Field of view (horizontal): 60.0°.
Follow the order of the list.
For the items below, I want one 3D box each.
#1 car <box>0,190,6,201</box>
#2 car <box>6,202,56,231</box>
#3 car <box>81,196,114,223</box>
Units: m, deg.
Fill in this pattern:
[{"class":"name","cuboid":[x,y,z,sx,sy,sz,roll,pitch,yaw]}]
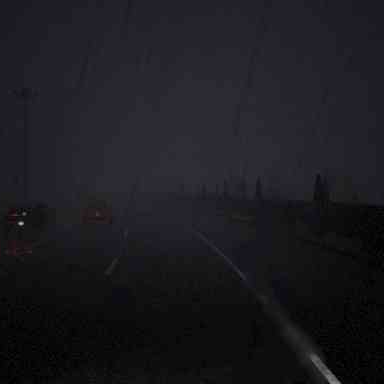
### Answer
[{"class":"car","cuboid":[-37.241,0.665,64.179,2.150,2.045,5.566,0,1,-30]},{"class":"car","cuboid":[-9.255,1.332,19.430,1.837,1.490,4.892,0,1,-12]},{"class":"car","cuboid":[-6.608,1.259,23.511,1.882,1.535,5.008,0,0,-14]}]
